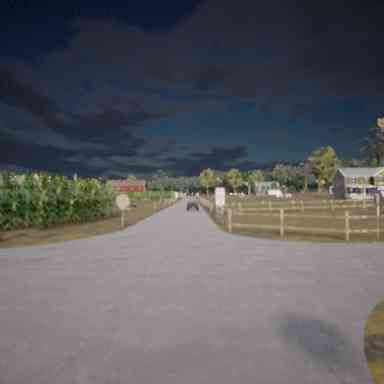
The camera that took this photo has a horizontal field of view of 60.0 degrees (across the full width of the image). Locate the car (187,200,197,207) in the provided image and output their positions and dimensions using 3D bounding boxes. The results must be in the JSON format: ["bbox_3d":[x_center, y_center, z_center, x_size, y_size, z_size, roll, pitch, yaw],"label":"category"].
[{"bbox_3d":[0.038,2.365,68.665,1.994,1.385,4.181,0,0,0],"label":"car"}]

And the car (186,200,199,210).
[{"bbox_3d":[0.124,2.180,54.901,1.837,1.490,4.892,0,-1,0],"label":"car"}]
